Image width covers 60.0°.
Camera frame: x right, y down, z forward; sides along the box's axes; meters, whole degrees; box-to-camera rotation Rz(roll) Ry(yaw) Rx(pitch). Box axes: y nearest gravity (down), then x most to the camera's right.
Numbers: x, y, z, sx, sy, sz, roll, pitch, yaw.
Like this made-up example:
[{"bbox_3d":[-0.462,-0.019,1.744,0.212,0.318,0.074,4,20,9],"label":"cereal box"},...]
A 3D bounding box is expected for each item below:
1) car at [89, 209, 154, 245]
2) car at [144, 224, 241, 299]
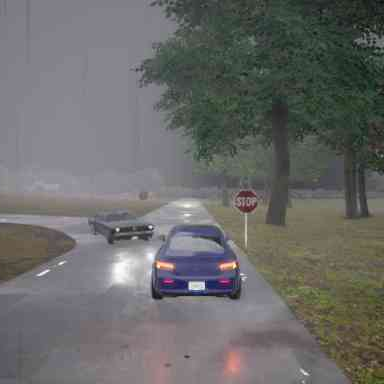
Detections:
[{"bbox_3d":[-3.428,1.531,15.716,1.895,1.301,4.718,-1,2,-30],"label":"car"},{"bbox_3d":[0.089,1.530,8.305,1.812,1.442,4.674,0,0,0],"label":"car"}]
